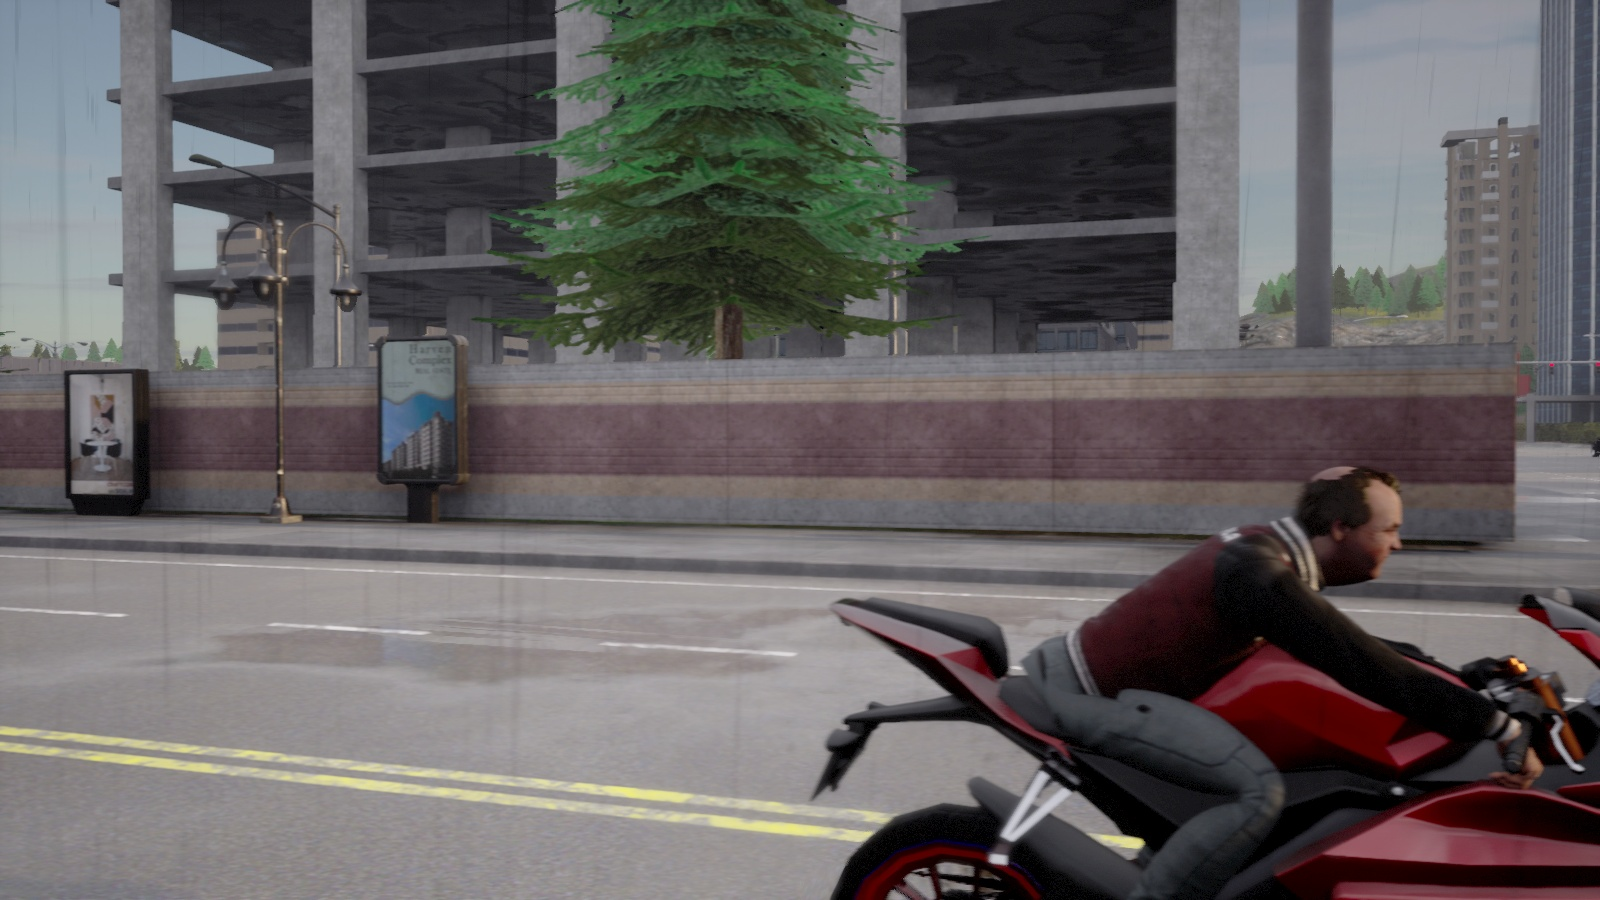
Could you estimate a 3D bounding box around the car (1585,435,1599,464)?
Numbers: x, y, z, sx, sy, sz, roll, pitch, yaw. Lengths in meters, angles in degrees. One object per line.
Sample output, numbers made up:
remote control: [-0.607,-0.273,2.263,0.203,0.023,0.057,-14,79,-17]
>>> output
car: [42.149,-0.016,64.363,2.163,1.488,4.792,1,1,19]

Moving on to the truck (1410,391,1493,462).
truck: [37.586,-1.342,72.705,2.891,3.827,8.468,1,1,18]

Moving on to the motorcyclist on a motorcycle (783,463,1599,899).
motorcyclist on a motorcycle: [1.140,0.820,2.810,2.191,1.530,0.866,1,1,19]
